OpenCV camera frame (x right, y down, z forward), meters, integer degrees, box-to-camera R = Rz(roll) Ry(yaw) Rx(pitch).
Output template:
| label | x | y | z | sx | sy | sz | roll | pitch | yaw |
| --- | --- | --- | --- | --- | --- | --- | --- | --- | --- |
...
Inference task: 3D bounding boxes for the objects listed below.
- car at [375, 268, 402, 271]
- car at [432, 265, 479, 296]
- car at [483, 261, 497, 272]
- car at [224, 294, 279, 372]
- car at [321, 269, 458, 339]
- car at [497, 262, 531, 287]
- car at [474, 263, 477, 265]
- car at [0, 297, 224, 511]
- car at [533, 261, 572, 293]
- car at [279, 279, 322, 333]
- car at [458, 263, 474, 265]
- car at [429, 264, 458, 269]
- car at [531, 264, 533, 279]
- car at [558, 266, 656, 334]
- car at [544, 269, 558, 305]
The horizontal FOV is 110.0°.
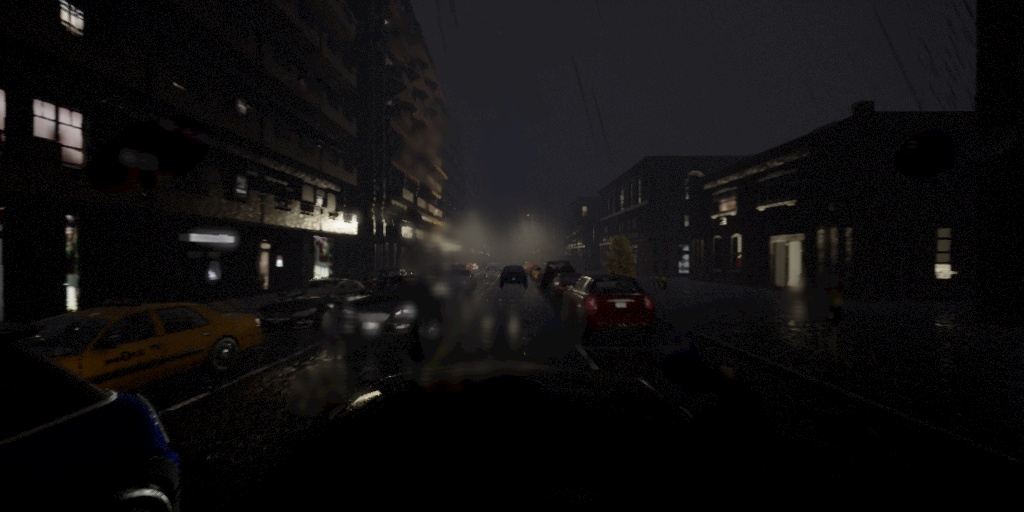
| label | x | y | z | sx | sy | sz | roll | pitch | yaw |
| --- | --- | --- | --- | --- | --- | --- | --- | --- | --- |
| car | -5.672 | 1.299 | 16.537 | 1.967 | 1.591 | 4.097 | 0 | 0 | 0 |
| car | -3.045 | 1.412 | 20.631 | 1.812 | 1.442 | 4.674 | 0 | 0 | 1 |
| car | -3.034 | 1.740 | 55.712 | 1.895 | 1.301 | 4.718 | 0 | 0 | 1 |
| car | -5.762 | 1.305 | 5.013 | 1.751 | 1.417 | 4.829 | 0 | 0 | 0 |
| car | -3.088 | 1.305 | 10.375 | 2.128 | 1.511 | 4.902 | 0 | 0 | 0 |
| car | 0.106 | 1.400 | 26.111 | 1.882 | 1.535 | 5.008 | 0 | -1 | 0 |
| car | -5.686 | 1.608 | 44.924 | 1.888 | 1.381 | 4.507 | 0 | 0 | 0 |
| car | -3.098 | 1.094 | 0.237 | 2.097 | 1.767 | 4.553 | 0 | 0 | 0 |
| car | 2.693 | 1.207 | 22.187 | 2.192 | 1.841 | 5.009 | 0 | 0 | 0 |
| car | -5.709 | 1.370 | 10.860 | 2.007 | 1.370 | 4.403 | 0 | 0 | 0 |
| car | -5.687 | 1.588 | 39.246 | 1.948 | 1.339 | 4.313 | 0 | 0 | 0 |
| car | -5.693 | 1.380 | 27.892 | 1.967 | 1.591 | 4.097 | 0 | 0 | 0 |
| car | 2.694 | 1.499 | 33.711 | 1.751 | 1.417 | 4.829 | 0 | 0 | 0 |
| car | 2.714 | 1.252 | 10.833 | 1.967 | 1.591 | 4.097 | 0 | 0 | 0 |
| car | 2.693 | 1.434 | 16.509 | 1.802 | 1.307 | 4.207 | 0 | 0 | 0 |
